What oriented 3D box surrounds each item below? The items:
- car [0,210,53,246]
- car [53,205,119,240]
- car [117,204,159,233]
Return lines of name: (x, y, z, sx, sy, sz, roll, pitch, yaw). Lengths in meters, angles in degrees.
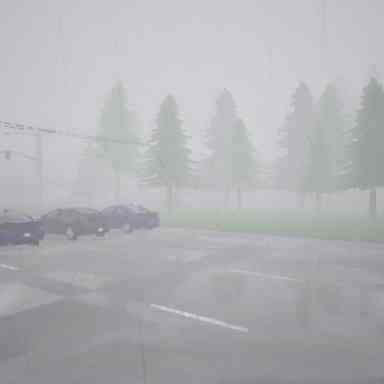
car: (-8.269, 1.482, 14.066, 5.008, 1.535, 1.882, 0, 0, 36)
car: (-6.236, 1.514, 16.916, 4.892, 1.490, 1.837, 0, 0, 36)
car: (-4.204, 1.482, 19.765, 5.008, 1.535, 1.882, 0, 0, 36)
